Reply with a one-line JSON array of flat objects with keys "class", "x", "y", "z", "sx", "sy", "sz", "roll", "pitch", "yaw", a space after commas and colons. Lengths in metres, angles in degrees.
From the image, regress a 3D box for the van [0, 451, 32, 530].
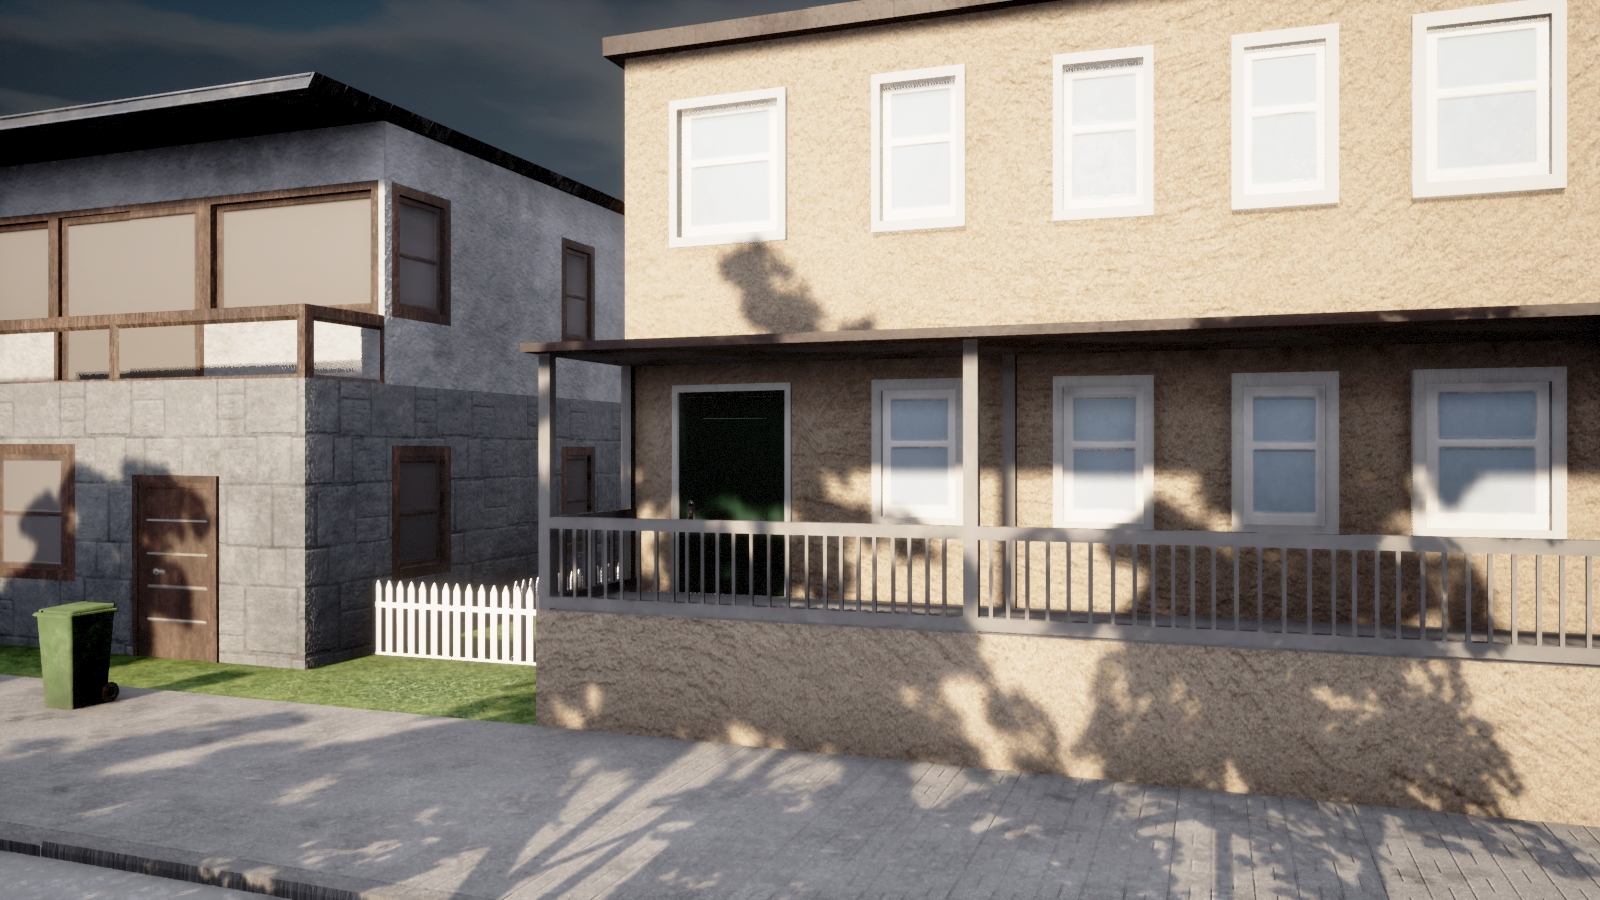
[{"class": "van", "x": -27.753, "y": 1.329, "z": 35.973, "sx": 1.988, "sy": 2.561, "sz": 5.915, "roll": 0, "pitch": 0, "yaw": 20}]
